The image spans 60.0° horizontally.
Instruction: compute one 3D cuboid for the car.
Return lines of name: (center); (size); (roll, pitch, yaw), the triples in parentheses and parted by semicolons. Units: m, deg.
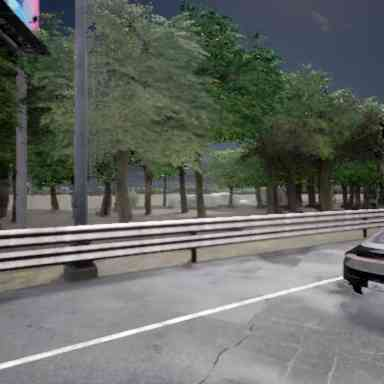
car: (5.344, 1.486, 7.381); (4.902, 1.511, 2.128); (0, 0, -34)
